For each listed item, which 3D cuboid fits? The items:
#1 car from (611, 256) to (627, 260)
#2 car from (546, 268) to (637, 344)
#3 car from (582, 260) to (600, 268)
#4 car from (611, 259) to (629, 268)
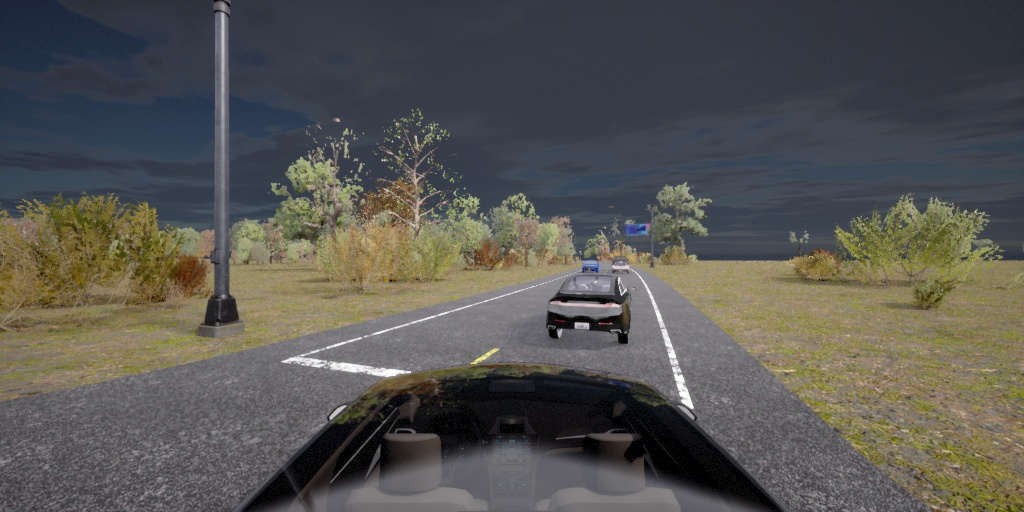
[{"bbox_3d":[15.084,1.002,50.100,2.150,2.045,5.566,0,0,16],"label":"car"},{"bbox_3d":[2.263,1.242,9.741,2.128,1.511,4.902,0,0,20],"label":"car"},{"bbox_3d":[9.776,1.244,44.305,1.882,1.535,5.008,0,0,16],"label":"car"},{"bbox_3d":[12.903,1.365,42.472,1.895,1.301,4.718,0,0,18],"label":"car"}]
